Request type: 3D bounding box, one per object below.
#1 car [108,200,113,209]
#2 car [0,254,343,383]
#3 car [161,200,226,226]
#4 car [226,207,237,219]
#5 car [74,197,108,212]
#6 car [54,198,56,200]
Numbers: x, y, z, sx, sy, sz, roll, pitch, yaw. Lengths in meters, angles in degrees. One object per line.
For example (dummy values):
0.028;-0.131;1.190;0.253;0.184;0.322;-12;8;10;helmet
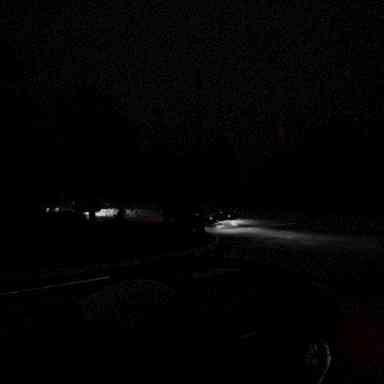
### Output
-11.906;1.372;43.195;2.128;1.511;4.902;-1;0;-38;car
-0.186;1.521;3.685;4.674;1.442;1.812;0;0;-35;car
-0.285;1.368;22.533;2.128;1.511;4.902;-1;1;-37;car
1.123;1.384;26.512;2.033;1.411;5.357;-1;1;-37;car
-11.820;1.397;37.437;2.128;1.511;4.902;-1;0;-38;car
-21.943;1.302;50.363;1.895;1.301;4.718;-1;0;-38;car
